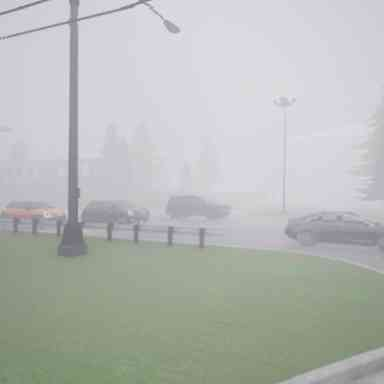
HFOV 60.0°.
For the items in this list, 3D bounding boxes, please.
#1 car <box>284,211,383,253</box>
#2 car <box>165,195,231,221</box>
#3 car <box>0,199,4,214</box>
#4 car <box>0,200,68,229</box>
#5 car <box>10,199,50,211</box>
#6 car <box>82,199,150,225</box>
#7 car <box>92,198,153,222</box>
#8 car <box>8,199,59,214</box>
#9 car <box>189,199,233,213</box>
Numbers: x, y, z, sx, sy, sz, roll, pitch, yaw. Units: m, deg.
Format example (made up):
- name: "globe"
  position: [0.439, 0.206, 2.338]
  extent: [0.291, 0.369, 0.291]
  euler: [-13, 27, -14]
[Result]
- name: "car"
  position: [6.352, 1.566, 13.826]
  extent: [4.902, 1.511, 2.128]
  euler: [0, 0, 25]
- name: "car"
  position: [0.422, 1.307, 28.170]
  extent: [5.566, 2.045, 2.150]
  euler: [0, 0, 25]
- name: "car"
  position: [-22.207, 1.459, 34.839]
  extent: [5.008, 1.535, 1.882]
  euler: [0, 0, 25]
- name: "car"
  position: [-10.064, 1.359, 21.467]
  extent: [4.553, 1.767, 2.097]
  euler: [0, 0, 25]
- name: "car"
  position: [-20.423, 1.613, 41.976]
  extent: [4.718, 1.301, 1.895]
  euler: [0, 0, 22]
- name: "car"
  position: [-5.365, 1.389, 23.141]
  extent: [4.553, 1.767, 2.097]
  euler: [0, 0, 25]
- name: "car"
  position: [-5.657, 1.399, 27.136]
  extent: [4.553, 1.767, 2.097]
  euler: [0, 0, 25]
- name: "car"
  position: [-17.399, 1.559, 36.461]
  extent: [5.357, 1.411, 2.033]
  euler: [0, 0, 25]
- name: "car"
  position: [2.171, 1.629, 38.915]
  extent: [4.892, 1.490, 1.837]
  euler: [0, 1, -9]
